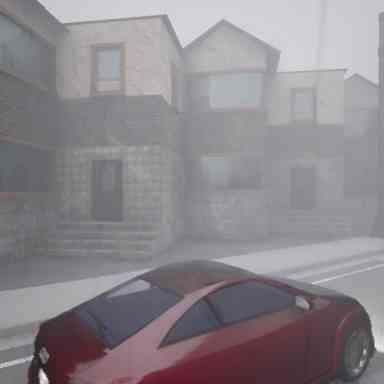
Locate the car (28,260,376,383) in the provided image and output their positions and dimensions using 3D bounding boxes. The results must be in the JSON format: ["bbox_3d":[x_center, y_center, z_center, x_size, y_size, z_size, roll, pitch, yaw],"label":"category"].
[{"bbox_3d":[0.362,1.563,4.011,4.181,1.385,1.994,0,0,-36],"label":"car"}]
